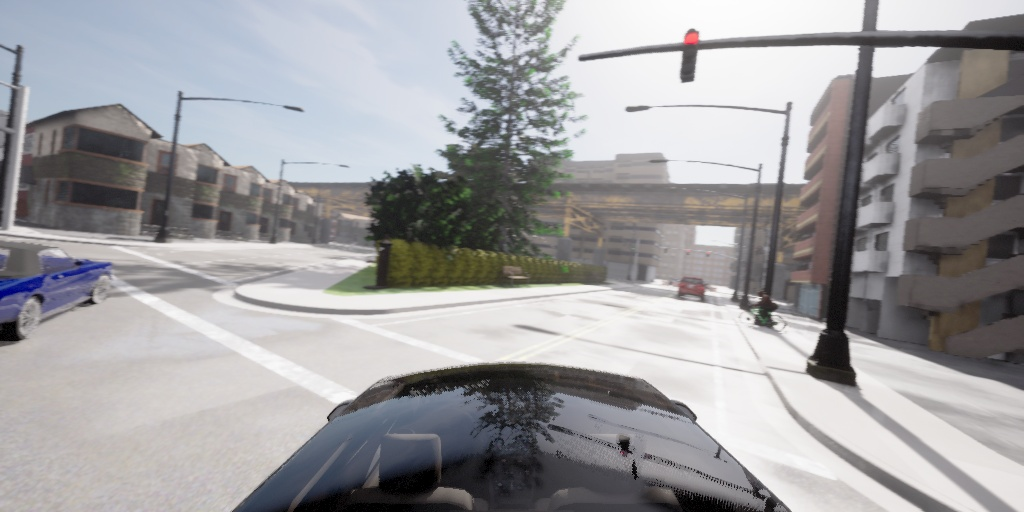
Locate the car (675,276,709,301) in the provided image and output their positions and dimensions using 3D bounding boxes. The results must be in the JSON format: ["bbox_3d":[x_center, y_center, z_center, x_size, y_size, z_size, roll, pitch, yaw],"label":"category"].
[{"bbox_3d":[17.126,3.025,34.056,2.150,2.045,5.566,7,0,29],"label":"car"}]

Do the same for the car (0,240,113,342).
[{"bbox_3d":[-8.248,0.377,5.624,1.895,1.301,4.718,7,0,-35],"label":"car"}]

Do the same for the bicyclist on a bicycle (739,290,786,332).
[{"bbox_3d":[10.616,2.299,15.147,1.656,1.620,0.582,8,0,29],"label":"bicyclist on a bicycle"}]
